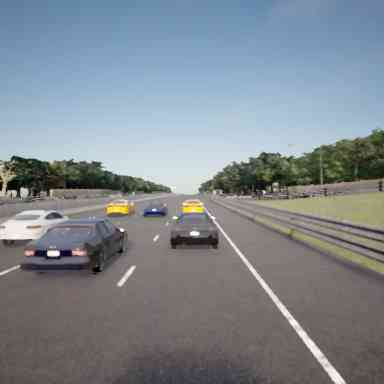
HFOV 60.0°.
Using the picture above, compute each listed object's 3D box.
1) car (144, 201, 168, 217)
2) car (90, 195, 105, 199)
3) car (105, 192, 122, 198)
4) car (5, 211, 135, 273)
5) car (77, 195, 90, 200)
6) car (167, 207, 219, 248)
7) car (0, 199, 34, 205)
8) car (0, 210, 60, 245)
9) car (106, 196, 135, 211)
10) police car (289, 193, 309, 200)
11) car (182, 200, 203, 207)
[{"bbox_3d":[-3.404,1.571,31.766,1.994,1.385,4.181,0,0,0],"label":"car"},{"bbox_3d":[-21.012,1.448,75.970,1.895,1.301,4.718,0,0,0],"label":"car"},{"bbox_3d":[-17.512,1.078,75.970,2.150,2.045,5.566,0,0,0],"label":"car"},{"bbox_3d":[-3.401,1.553,10.661,2.033,1.411,5.357,0,0,0],"label":"car"},{"bbox_3d":[-24.512,1.392,75.999,2.033,1.411,5.357,0,0,0],"label":"car"},{"bbox_3d":[0.099,1.571,14.810,1.994,1.385,4.181,0,0,0],"label":"car"},{"bbox_3d":[-17.599,1.511,33.735,1.837,1.490,4.892,0,0,0],"label":"car"},{"bbox_3d":[-6.902,1.532,15.276,1.812,1.442,4.674,0,0,0],"label":"car"},{"bbox_3d":[-6.905,1.484,32.744,1.882,1.535,5.008,0,0,0],"label":"car"},{"bbox_3d":[20.454,0.756,64.061,1.930,1.638,5.238,0,-3,-16],"label":"police car"},{"bbox_3d":[0.096,1.485,32.568,1.882,1.535,5.008,0,0,0],"label":"car"}]
